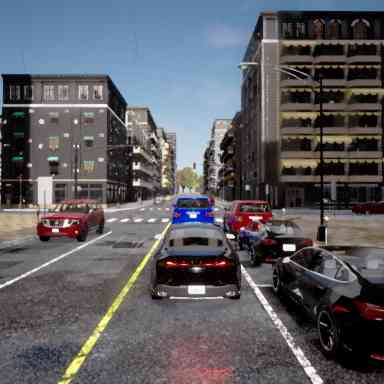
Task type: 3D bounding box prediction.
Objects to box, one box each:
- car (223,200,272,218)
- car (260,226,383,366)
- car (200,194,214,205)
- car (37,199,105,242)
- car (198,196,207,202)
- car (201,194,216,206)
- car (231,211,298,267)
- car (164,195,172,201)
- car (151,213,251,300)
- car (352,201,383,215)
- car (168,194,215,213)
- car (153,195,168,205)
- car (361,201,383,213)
[{"bbox_3d":[2.729,1.322,16.670,2.192,1.841,5.009,1,0,0],"label":"car"},{"bbox_3d":[2.687,1.568,5.795,1.947,1.339,4.313,1,0,0],"label":"car"},{"bbox_3d":[2.633,1.342,60.445,2.192,1.841,5.009,1,0,0],"label":"car"},{"bbox_3d":[-5.798,1.322,16.636,2.192,1.841,5.009,1,0,0],"label":"car"},{"bbox_3d":[2.451,1.601,77.529,1.947,1.339,4.313,1,0,0],"label":"car"},{"bbox_3d":[2.660,1.339,54.744,2.192,1.841,5.009,1,0,0],"label":"car"},{"bbox_3d":[2.669,1.570,11.234,1.947,1.339,4.313,1,0,0],"label":"car"},{"bbox_3d":[-5.946,1.563,82.966,1.752,1.417,4.829,1,0,0],"label":"car"},{"bbox_3d":[0.076,1.508,8.388,1.837,1.490,4.892,0,0,0],"label":"car"},{"bbox_3d":[17.183,1.581,31.079,4.206,1.307,1.802,0,-1,0],"label":"car"},{"bbox_3d":[0.042,1.229,18.304,2.150,2.045,5.566,0,0,0],"label":"car"},{"bbox_3d":[-5.995,1.577,60.352,2.008,1.369,4.403,1,0,0],"label":"car"},{"bbox_3d":[22.670,1.743,39.488,4.313,1.339,1.947,0,-1,0],"label":"car"}]
